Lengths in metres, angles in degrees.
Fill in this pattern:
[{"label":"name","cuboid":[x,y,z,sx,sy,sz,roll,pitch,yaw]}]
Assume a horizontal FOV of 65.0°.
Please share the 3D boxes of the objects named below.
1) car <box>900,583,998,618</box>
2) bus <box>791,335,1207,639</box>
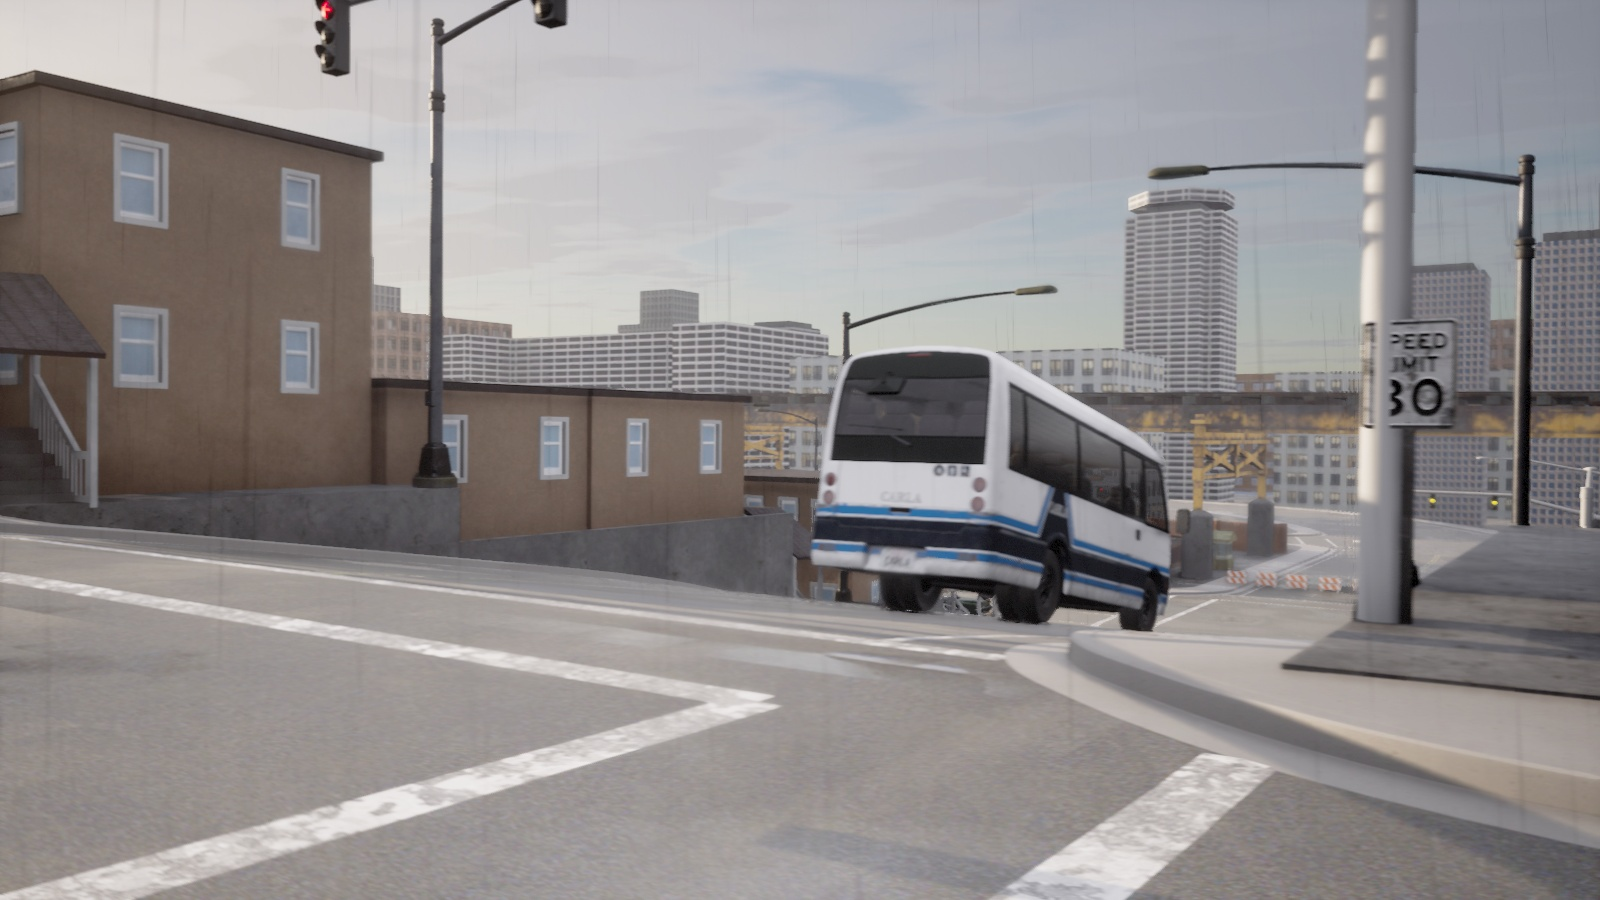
[{"label":"car","cuboid":[7.738,7.809,65.389,4.718,1.301,1.895,0,1,34]},{"label":"bus","cuboid":[4.419,1.161,24.215,3.944,4.253,10.273,0,-9,32]}]
